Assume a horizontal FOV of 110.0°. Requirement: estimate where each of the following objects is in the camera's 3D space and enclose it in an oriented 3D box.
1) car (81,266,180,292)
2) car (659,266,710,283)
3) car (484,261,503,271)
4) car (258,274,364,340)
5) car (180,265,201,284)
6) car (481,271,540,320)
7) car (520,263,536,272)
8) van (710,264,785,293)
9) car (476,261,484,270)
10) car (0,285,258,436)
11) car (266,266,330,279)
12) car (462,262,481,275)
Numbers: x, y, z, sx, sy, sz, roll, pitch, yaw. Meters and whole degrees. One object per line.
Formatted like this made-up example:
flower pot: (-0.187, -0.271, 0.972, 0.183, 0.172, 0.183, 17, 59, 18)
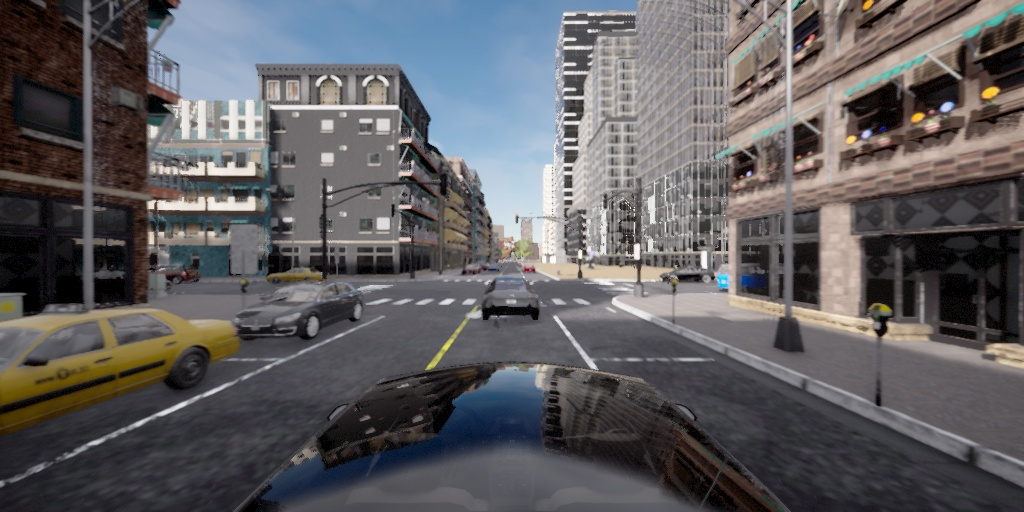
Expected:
car: (-23.233, 1.529, 21.735, 4.097, 1.591, 1.967, 0, 0, 0)
car: (14.678, 1.540, 30.174, 4.313, 1.339, 1.948, 0, 0, 0)
car: (-3.035, 1.969, 60.742, 2.033, 1.411, 5.357, 0, -1, 1)
car: (-5.691, 1.395, 10.140, 2.007, 1.370, 4.403, 0, 0, 0)
car: (-28.778, 1.514, 30.106, 4.097, 1.591, 1.967, 0, 0, 0)
car: (-0.106, 1.444, 13.395, 1.994, 1.385, 4.181, 0, -1, -2)
car: (2.661, 1.887, 53.909, 1.888, 1.381, 4.507, 0, 0, 0)
van: (14.690, 1.345, 21.793, 3.998, 1.789, 1.690, 0, 0, 0)
car: (-5.687, 1.781, 53.853, 1.967, 1.591, 4.097, 0, 0, 0)
car: (-5.691, 1.306, 4.307, 1.751, 1.417, 4.829, 0, 0, 0)
car: (-17.881, 1.571, 30.124, 4.829, 1.417, 1.751, 0, 0, 0)
car: (-5.687, 1.821, 48.204, 1.888, 1.381, 4.507, 0, 0, 0)
